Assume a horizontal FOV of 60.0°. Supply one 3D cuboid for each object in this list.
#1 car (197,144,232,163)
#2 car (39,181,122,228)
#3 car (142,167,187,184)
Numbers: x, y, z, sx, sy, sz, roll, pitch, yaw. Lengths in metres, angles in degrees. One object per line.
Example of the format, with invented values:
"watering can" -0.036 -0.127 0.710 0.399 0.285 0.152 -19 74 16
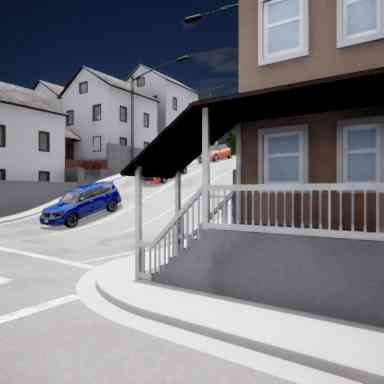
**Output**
"car" 2.378 -4.222 35.659 2.097 1.767 4.553 0 11 35
"car" -7.147 0.727 21.784 2.150 2.045 5.566 0 14 34
"car" -2.429 -2.002 28.712 2.097 1.767 4.553 0 18 35
